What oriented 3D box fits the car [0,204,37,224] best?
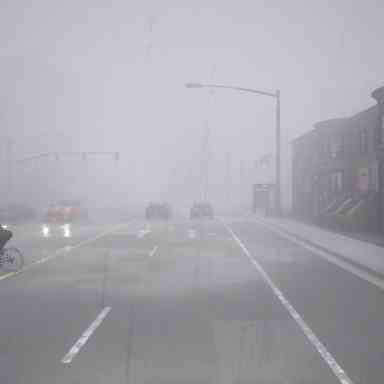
[{"bbox_3d":[-13.409,1.564,24.952,1.994,1.385,4.181,0,0,2],"label":"car"}]

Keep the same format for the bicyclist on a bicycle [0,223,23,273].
[{"bbox_3d":[-5.504,1.455,9.221,1.656,1.620,0.582,-2,0,1],"label":"bicyclist on a bicycle"}]

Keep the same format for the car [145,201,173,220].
[{"bbox_3d":[-2.716,1.492,27.704,2.128,1.511,4.902,0,0,1],"label":"car"}]

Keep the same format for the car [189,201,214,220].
[{"bbox_3d":[0.791,1.492,27.853,2.128,1.511,4.902,0,0,1],"label":"car"}]

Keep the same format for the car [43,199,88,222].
[{"bbox_3d":[-9.862,1.351,26.177,2.097,1.767,4.553,0,0,2],"label":"car"}]
